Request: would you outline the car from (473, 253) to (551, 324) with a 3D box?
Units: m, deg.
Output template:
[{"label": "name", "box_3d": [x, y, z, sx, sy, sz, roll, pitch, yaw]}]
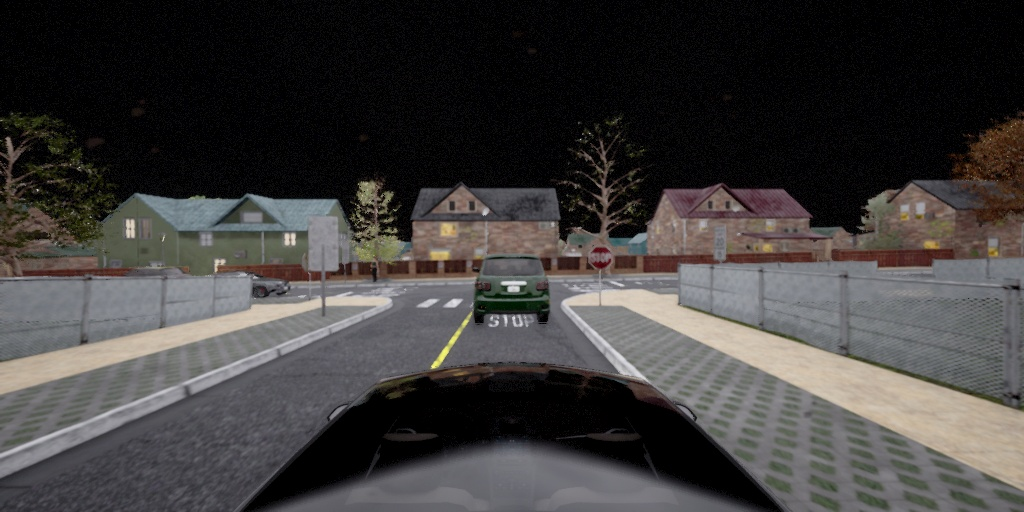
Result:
[{"label": "car", "box_3d": [-0.126, 0.937, 11.939, 2.150, 2.045, 5.566, 0, 0, -4]}]

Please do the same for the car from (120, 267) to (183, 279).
[{"label": "car", "box_3d": [-22.741, 1.503, 22.300, 4.553, 1.767, 2.097, -1, 1, 0]}]

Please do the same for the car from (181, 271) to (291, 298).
[{"label": "car", "box_3d": [-14.536, 1.536, 19.357, 4.674, 1.442, 1.812, -1, 1, 0]}]

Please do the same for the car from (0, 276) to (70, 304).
[{"label": "car", "box_3d": [-24.897, 1.782, 19.347, 4.674, 1.442, 1.812, -1, 1, 0]}]

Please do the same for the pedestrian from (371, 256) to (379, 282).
[{"label": "pedestrian", "box_3d": [-9.647, 0.929, 25.216, 0.375, 1.860, 0.375, 0, 2, 0]}]
